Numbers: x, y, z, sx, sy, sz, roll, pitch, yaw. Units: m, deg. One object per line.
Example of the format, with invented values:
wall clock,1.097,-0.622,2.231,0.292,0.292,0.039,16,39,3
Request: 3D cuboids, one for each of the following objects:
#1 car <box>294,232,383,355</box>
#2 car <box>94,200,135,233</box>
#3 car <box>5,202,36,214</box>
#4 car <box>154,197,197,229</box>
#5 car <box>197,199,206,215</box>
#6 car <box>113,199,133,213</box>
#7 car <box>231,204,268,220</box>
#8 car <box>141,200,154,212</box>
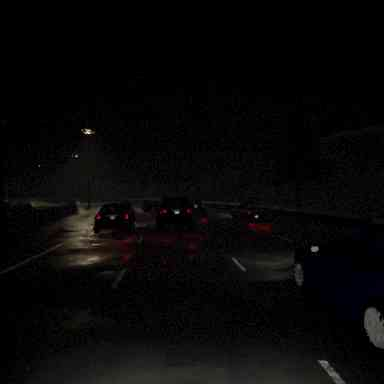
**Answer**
car,3.450,1.476,6.125,1.882,1.535,5.008,0,0,-2
car,-4.720,1.476,20.771,2.097,1.767,4.553,-1,0,-7
car,-18.411,1.863,36.265,1.994,1.385,4.181,0,0,-13
car,-1.277,1.328,22.608,2.150,2.045,5.566,0,0,-8
car,-0.030,1.500,35.252,2.097,1.767,4.553,0,0,-11
car,-8.706,1.736,41.717,2.128,1.511,4.902,0,0,-15
car,4.778,1.683,28.625,1.895,1.301,4.718,0,0,-10
car,-5.400,1.748,42.935,1.812,1.442,4.674,0,0,-15
